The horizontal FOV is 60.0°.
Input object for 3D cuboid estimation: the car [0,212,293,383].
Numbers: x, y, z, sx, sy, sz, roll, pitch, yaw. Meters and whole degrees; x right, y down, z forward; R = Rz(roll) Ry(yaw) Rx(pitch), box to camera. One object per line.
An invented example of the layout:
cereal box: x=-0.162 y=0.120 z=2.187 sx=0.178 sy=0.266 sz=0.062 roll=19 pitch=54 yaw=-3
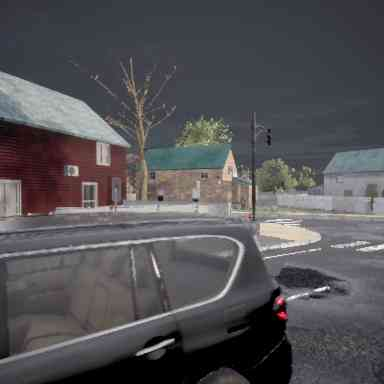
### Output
car: x=-1.659 y=1.233 z=2.378 sx=5.566 sy=2.045 sz=2.150 roll=0 pitch=0 yaw=-35
